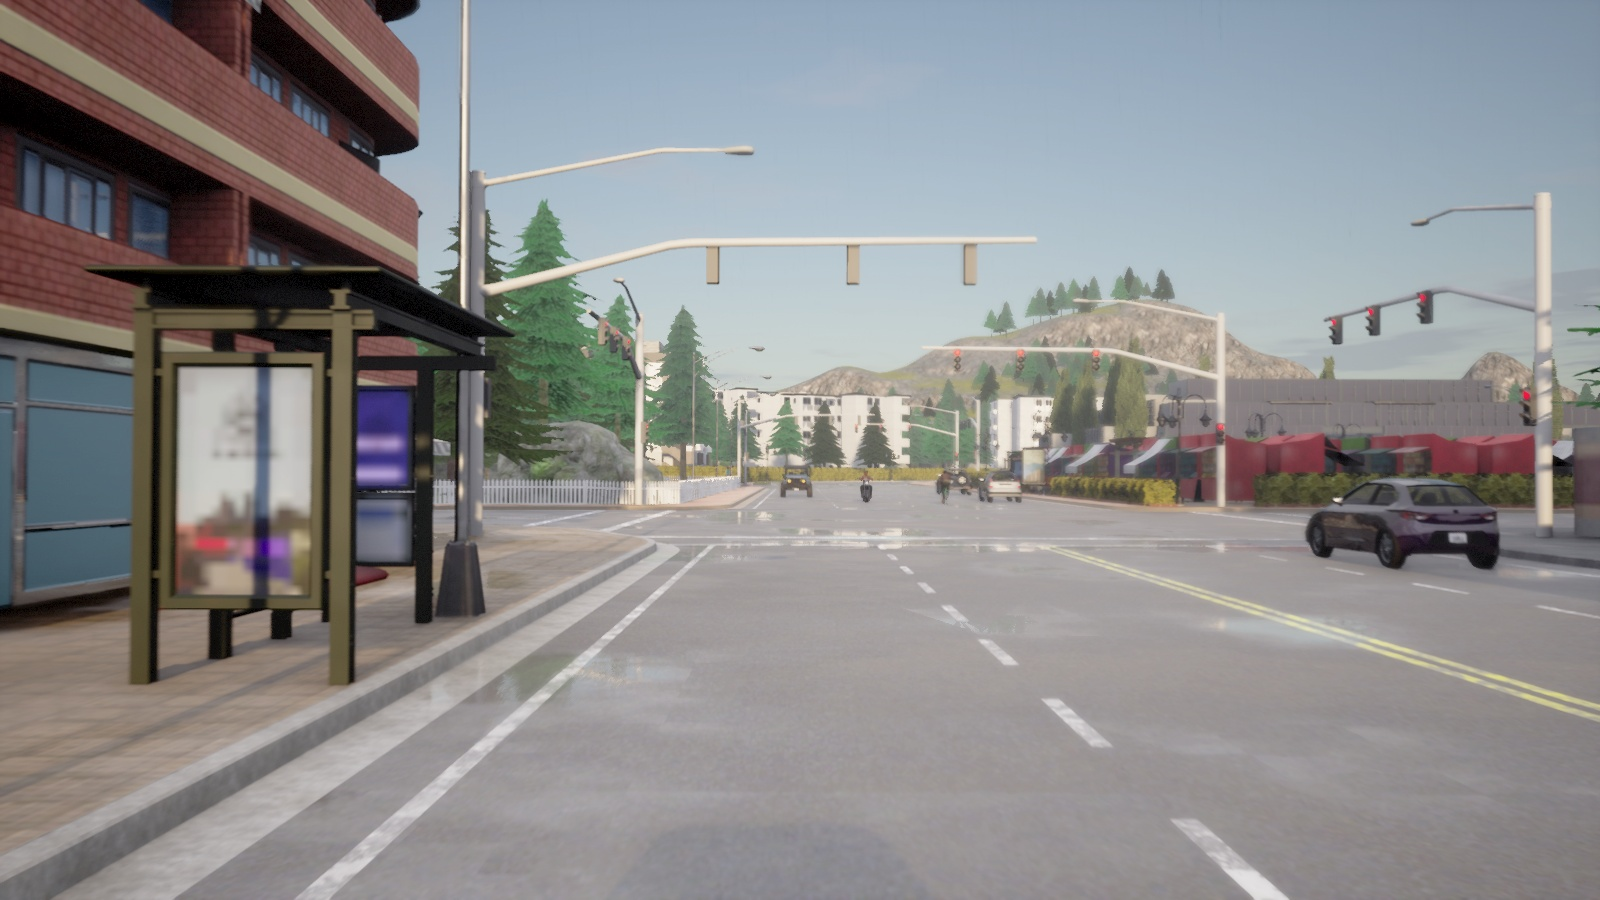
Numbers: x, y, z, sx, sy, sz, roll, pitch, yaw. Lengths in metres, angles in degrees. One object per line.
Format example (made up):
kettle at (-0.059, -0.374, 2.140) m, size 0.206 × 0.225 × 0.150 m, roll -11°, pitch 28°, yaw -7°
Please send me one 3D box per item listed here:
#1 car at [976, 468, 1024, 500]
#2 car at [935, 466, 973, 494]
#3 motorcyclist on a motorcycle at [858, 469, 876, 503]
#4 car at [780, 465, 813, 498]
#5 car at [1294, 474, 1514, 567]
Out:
car at (10.338, 1.761, 65.211) m, size 1.851 × 1.617 × 3.988 m, roll 0°, pitch -1°, yaw 0°
car at (10.291, 1.996, 84.138) m, size 1.932 × 1.855 × 4.605 m, roll 0°, pitch -1°, yaw 0°
motorcyclist on a motorcycle at (3.344, 1.807, 63.185) m, size 0.766 × 1.649 × 2.350 m, roll 0°, pitch -1°, yaw 0°
car at (-0.184, 1.854, 74.373) m, size 1.905 × 1.878 × 3.866 m, roll 0°, pitch -1°, yaw 0°
car at (10.445, 1.155, 22.095) m, size 1.816 × 1.474 × 4.193 m, roll 0°, pitch -1°, yaw 0°
